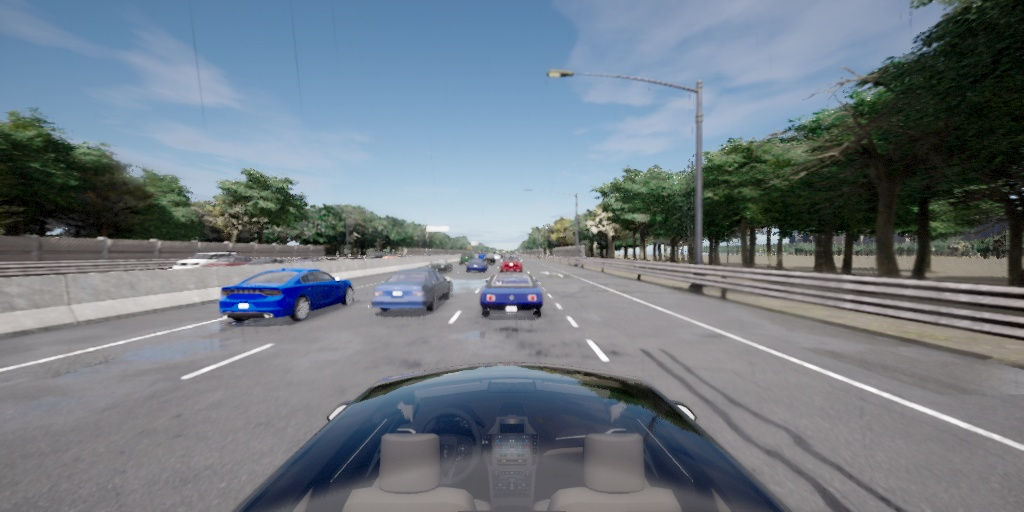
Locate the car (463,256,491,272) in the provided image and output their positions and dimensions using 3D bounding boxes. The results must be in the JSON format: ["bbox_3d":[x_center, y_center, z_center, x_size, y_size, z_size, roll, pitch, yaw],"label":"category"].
[{"bbox_3d":[-3.568,0.935,37.292,1.994,1.385,4.181,0,1,0],"label":"car"}]

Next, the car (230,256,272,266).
[{"bbox_3d":[-21.137,0.965,30.738,1.837,1.490,4.892,0,1,0],"label":"car"}]

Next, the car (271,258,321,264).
[{"bbox_3d":[-17.643,1.003,30.774,2.033,1.411,5.357,0,1,0],"label":"car"}]

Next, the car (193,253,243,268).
[{"bbox_3d":[-24.634,0.811,31.351,2.097,1.767,4.553,0,0,0],"label":"car"}]

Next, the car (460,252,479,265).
[{"bbox_3d":[-7.129,0.385,58.607,2.150,2.045,5.566,0,1,0],"label":"car"}]

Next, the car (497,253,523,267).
[{"bbox_3d":[-0.059,0.753,33.829,2.097,1.767,4.553,0,1,0],"label":"car"}]

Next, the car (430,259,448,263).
[{"bbox_3d":[-7.062,0.993,35.628,1.895,1.301,4.718,0,1,0],"label":"car"}]

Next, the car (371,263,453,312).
[{"bbox_3d":[-3.511,1.169,13.502,2.033,1.411,5.357,0,1,0],"label":"car"}]

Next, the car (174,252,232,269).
[{"bbox_3d":[-28.126,0.666,33.393,2.150,2.045,5.566,0,0,0],"label":"car"}]

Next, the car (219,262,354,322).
[{"bbox_3d":[-7.010,1.123,11.834,1.882,1.535,5.008,0,1,0],"label":"car"}]

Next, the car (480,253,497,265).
[{"bbox_3d":[-3.626,0.637,58.544,1.882,1.535,5.008,0,1,0],"label":"car"}]

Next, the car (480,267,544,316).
[{"bbox_3d":[-0.009,1.227,12.662,1.895,1.301,4.718,0,1,0],"label":"car"}]
